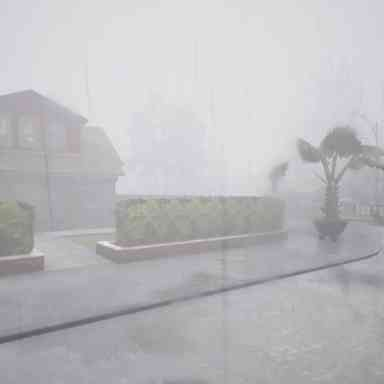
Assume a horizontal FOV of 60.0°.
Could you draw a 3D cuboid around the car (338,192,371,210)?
[{"bbox_3d":[17.391,0.982,36.217,3.866,1.878,1.905,0,0,0],"label":"car"}]
